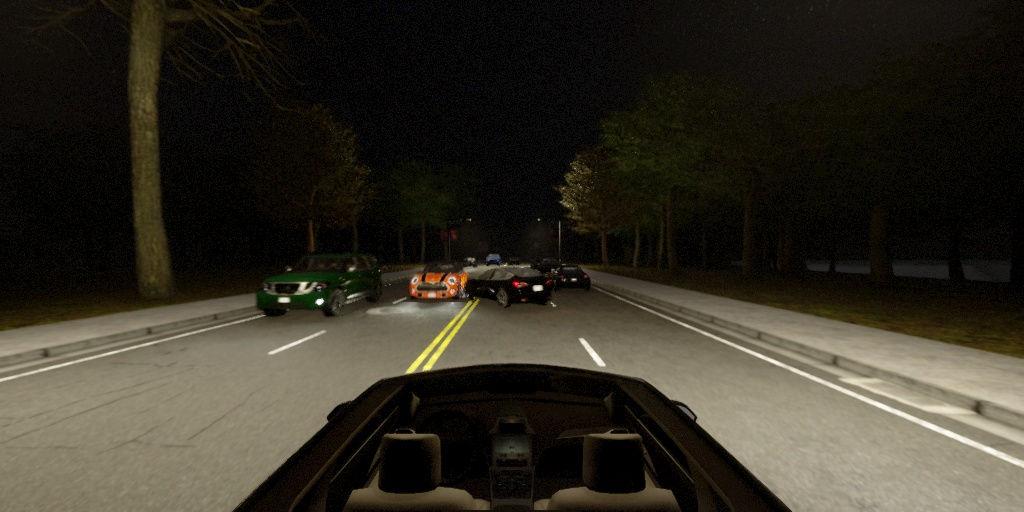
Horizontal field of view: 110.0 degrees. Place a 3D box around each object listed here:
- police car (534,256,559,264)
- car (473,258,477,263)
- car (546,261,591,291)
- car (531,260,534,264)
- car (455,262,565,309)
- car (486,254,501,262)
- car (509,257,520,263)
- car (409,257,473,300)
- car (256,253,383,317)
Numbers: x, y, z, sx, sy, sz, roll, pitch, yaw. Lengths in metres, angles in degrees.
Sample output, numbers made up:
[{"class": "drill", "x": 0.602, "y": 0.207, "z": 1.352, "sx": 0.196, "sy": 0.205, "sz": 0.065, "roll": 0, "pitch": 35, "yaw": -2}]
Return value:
[{"class": "police car", "x": 3.352, "y": 1.014, "z": 32.094, "sx": 1.930, "sy": 1.638, "sz": 5.238, "roll": 0, "pitch": 0, "yaw": 0}, {"class": "car", "x": -6.291, "y": 0.977, "z": 53.376, "sx": 2.128, "sy": 1.511, "sz": 4.902, "roll": 0, "pitch": 0, "yaw": 1}, {"class": "car", "x": 3.295, "y": 1.209, "z": 20.995, "sx": 1.994, "sy": 1.385, "sz": 4.181, "roll": 0, "pitch": 0, "yaw": 0}, {"class": "car", "x": 3.431, "y": 0.888, "z": 42.944, "sx": 2.097, "sy": 1.767, "sz": 4.553, "roll": 0, "pitch": 0, "yaw": 0}, {"class": "car", "x": -0.283, "y": 1.182, "z": 14.865, "sx": 2.163, "sy": 1.488, "sz": 4.792, "roll": 0, "pitch": 1, "yaw": -32}, {"class": "car", "x": -2.977, "y": 0.684, "z": 58.076, "sx": 2.150, "sy": 2.045, "sz": 5.566, "roll": 0, "pitch": 0, "yaw": 1}, {"class": "car", "x": 0.382, "y": 0.972, "z": 58.118, "sx": 1.837, "sy": 1.490, "sz": 4.892, "roll": 0, "pitch": 1, "yaw": 1}, {"class": "car", "x": -3.317, "y": 1.018, "z": 17.067, "sx": 2.097, "sy": 1.767, "sz": 4.553, "roll": 0, "pitch": 0, "yaw": 0}, {"class": "car", "x": -6.580, "y": 0.909, "z": 13.136, "sx": 2.150, "sy": 2.045, "sz": 5.566, "roll": 0, "pitch": 0, "yaw": 0}]
